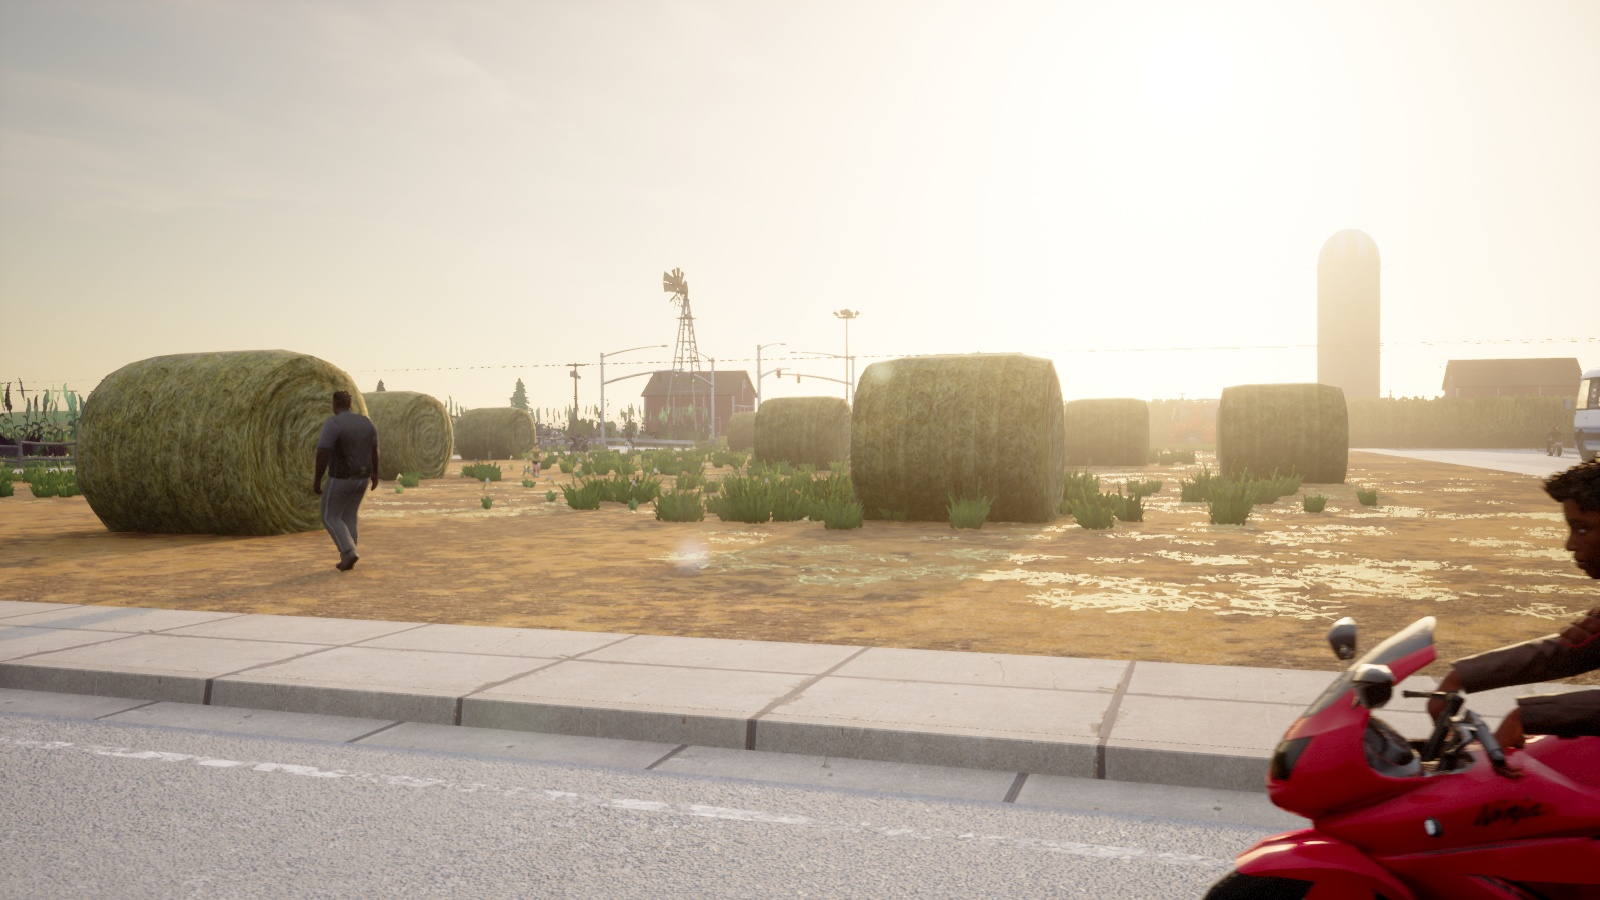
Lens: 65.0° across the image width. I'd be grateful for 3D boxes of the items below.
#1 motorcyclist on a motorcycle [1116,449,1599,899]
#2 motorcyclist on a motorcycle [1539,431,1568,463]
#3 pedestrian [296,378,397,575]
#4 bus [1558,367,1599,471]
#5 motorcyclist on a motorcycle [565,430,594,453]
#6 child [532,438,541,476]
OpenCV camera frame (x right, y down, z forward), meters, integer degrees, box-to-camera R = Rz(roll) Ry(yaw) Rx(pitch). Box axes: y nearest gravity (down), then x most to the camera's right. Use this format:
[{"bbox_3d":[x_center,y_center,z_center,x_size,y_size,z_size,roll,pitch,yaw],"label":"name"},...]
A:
[{"bbox_3d":[1.742,0.773,2.619,2.044,1.523,0.797,1,1,18],"label":"motorcyclist on a motorcycle"},{"bbox_3d":[39.370,-0.153,65.623,0.766,1.649,2.350,1,1,18],"label":"motorcyclist on a motorcycle"},{"bbox_3d":[-4.494,0.246,12.446,0.849,1.883,0.563,1,1,36],"label":"pedestrian"},{"bbox_3d":[35.109,-1.279,52.114,3.944,4.253,10.273,1,1,18],"label":"bus"},{"bbox_3d":[-14.661,-0.565,83.480,0.866,1.530,2.191,1,1,21],"label":"motorcyclist on a motorcycle"},{"bbox_3d":[-7.722,0.214,36.805,0.255,1.110,0.394,0,1,-12],"label":"child"}]
